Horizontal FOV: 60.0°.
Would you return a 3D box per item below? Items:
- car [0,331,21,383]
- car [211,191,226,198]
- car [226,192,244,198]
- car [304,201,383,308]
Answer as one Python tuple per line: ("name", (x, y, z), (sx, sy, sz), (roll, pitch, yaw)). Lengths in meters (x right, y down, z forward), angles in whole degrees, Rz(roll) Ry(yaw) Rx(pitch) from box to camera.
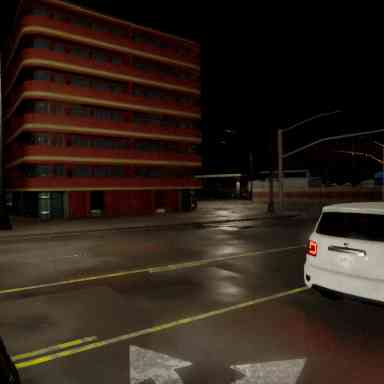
("car", (-3.680, 1.222, 1.126), (5.566, 2.045, 2.150), (0, 0, -35))
("car", (7.375, 0.670, 89.318), (4.611, 1.667, 2.242), (-1, 1, -35))
("car", (11.343, 0.817, 85.093), (3.806, 1.475, 1.970), (-1, 1, -35))
("car", (4.761, 1.217, 7.127), (5.566, 2.045, 2.150), (0, 0, -35))
